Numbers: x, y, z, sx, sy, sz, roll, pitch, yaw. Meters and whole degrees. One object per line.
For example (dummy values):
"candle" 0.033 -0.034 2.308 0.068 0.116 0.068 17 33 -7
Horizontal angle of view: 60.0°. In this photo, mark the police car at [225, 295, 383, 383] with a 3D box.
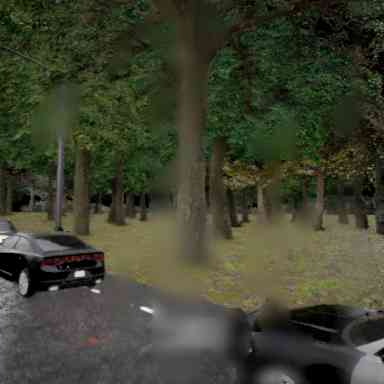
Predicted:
"police car" 2.634 1.646 2.957 5.238 1.638 1.930 -1 -4 44

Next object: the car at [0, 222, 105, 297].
"car" -4.503 1.877 9.804 5.008 1.535 1.882 -1 -4 44

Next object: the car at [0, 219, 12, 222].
"car" -8.808 1.853 13.944 4.553 1.767 2.097 -1 -4 44
